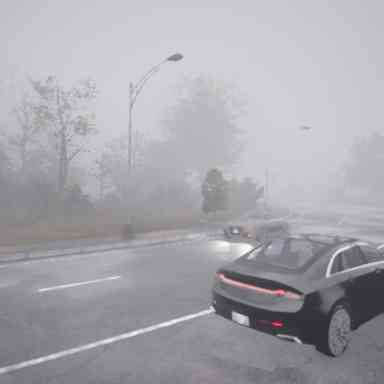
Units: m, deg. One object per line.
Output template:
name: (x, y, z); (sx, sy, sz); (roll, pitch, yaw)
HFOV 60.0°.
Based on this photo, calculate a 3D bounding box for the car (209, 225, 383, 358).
car: (2.492, 1.542, 6.175); (4.902, 1.511, 2.128); (0, 0, -41)

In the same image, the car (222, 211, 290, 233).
car: (3.353, 1.663, 17.003); (1.994, 1.385, 4.181); (0, 0, 41)
